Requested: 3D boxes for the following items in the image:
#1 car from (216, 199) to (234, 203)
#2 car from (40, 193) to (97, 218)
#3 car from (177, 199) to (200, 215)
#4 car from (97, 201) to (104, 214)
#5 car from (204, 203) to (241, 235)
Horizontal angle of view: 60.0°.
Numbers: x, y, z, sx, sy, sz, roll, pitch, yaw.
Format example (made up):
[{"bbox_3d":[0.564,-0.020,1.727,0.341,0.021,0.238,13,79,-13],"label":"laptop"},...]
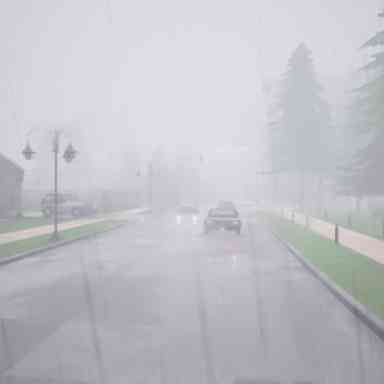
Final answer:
[{"bbox_3d":[3.316,1.409,32.236,1.837,1.490,4.892,0,0,7],"label":"car"},{"bbox_3d":[-9.986,1.055,26.400,3.866,1.878,1.905,0,0,6],"label":"car"},{"bbox_3d":[-0.285,1.416,32.693,1.812,1.442,4.674,0,0,7],"label":"car"},{"bbox_3d":[-10.090,1.044,28.942,4.605,1.855,1.932,0,0,6],"label":"car"},{"bbox_3d":[1.756,1.545,18.683,1.895,1.301,4.718,0,0,6],"label":"car"}]
